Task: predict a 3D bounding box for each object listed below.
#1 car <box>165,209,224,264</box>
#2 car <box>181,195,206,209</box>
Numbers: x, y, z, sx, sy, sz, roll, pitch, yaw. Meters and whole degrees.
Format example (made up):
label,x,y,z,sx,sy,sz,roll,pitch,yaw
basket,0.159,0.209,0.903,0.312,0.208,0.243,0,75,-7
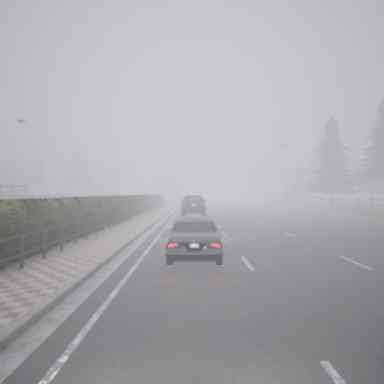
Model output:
label,x,y,z,sx,sy,sz,roll,pitch,yaw
car,0.084,1.577,11.941,2.033,1.411,5.357,0,0,0
car,0.137,1.294,30.795,2.150,2.045,5.566,0,0,0
